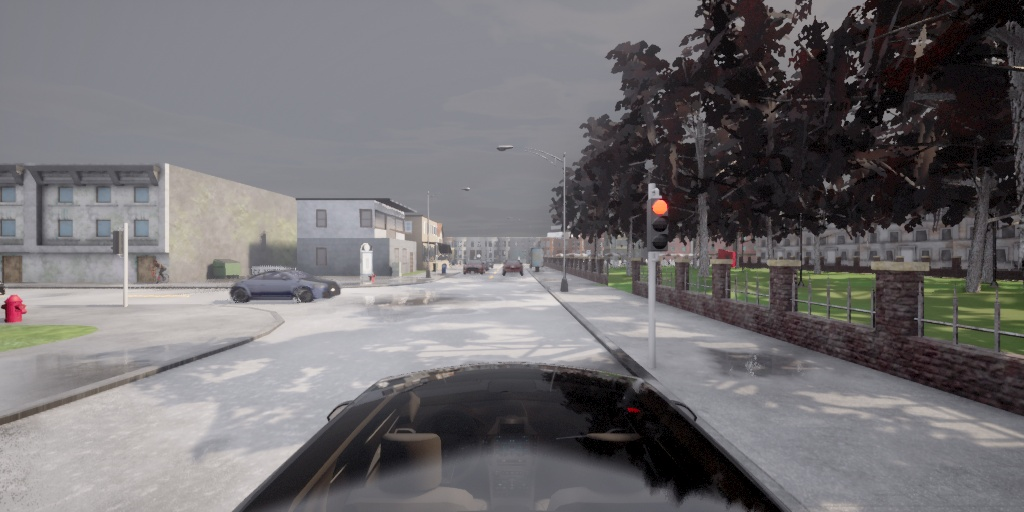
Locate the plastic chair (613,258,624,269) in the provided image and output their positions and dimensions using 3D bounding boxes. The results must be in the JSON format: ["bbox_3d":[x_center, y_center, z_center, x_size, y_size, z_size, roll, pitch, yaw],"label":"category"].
[{"bbox_3d":[16.012,1.296,54.021,0.750,1.272,0.730,0,0,-40],"label":"plastic chair"}]

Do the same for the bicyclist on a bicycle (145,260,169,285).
[{"bbox_3d":[-23.867,1.098,24.144,0.582,1.620,1.656,0,0,0],"label":"bicyclist on a bicycle"}]

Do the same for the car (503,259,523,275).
[{"bbox_3d":[0.091,1.102,39.317,2.097,1.767,4.553,0,0,0],"label":"car"}]

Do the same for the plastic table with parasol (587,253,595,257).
[{"bbox_3d":[14.655,0.673,63.233,2.482,2.480,2.482,0,0,-42],"label":"plastic table with parasol"}]

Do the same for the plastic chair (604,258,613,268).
[{"bbox_3d":[14.306,1.306,54.117,0.730,1.272,0.750,0,0,-35],"label":"plastic chair"}]

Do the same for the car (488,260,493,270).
[{"bbox_3d":[-4.108,1.297,49.042,2.033,1.411,5.357,0,0,0],"label":"car"}]

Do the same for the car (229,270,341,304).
[{"bbox_3d":[-9.926,1.314,15.861,4.181,1.385,1.994,0,0,0],"label":"car"}]

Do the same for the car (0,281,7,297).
[{"bbox_3d":[-25.475,1.255,15.748,4.892,1.490,1.837,0,0,0],"label":"car"}]

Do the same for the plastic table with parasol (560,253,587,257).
[{"bbox_3d":[9.959,0.684,57.757,2.482,2.480,2.482,0,0,-40],"label":"plastic table with parasol"}]

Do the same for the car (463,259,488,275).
[{"bbox_3d":[-4.109,1.102,39.527,2.097,1.767,4.553,0,0,0],"label":"car"}]

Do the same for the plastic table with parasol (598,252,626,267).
[{"bbox_3d":[15.279,0.694,55.020,2.482,2.480,2.482,0,0,-40],"label":"plastic table with parasol"}]

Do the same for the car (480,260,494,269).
[{"bbox_3d":[-4.087,1.314,58.893,1.994,1.385,4.181,0,0,0],"label":"car"}]
